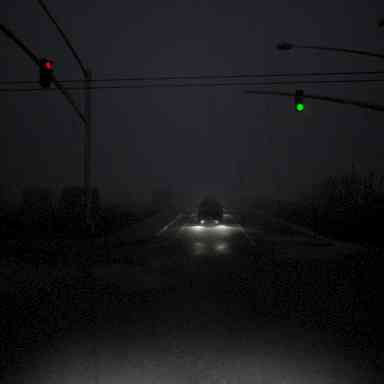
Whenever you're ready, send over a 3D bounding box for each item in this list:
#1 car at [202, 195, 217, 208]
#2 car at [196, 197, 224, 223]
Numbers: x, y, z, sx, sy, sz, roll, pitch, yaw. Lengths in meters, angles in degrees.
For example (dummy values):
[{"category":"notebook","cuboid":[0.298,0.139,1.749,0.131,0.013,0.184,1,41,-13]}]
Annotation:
[{"category":"car","cuboid":[2.490,1.316,47.734,2.097,1.767,4.553,0,0,3]},{"category":"car","cuboid":[1.384,1.443,25.600,1.882,1.535,5.008,0,0,3]}]
